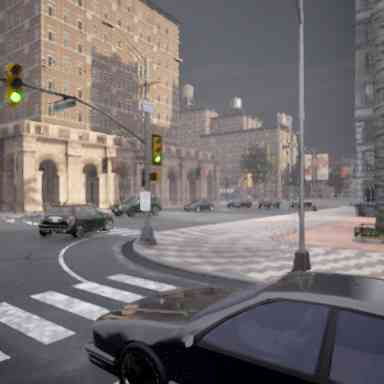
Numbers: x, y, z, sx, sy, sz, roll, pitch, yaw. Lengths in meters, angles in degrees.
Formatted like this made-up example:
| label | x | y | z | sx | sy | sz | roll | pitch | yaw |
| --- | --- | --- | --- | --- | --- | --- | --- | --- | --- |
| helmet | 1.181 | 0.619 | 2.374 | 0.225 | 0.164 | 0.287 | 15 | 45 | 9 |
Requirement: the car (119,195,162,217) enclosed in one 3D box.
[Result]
| label | x | y | z | sx | sy | sz | roll | pitch | yaw |
| --- | --- | --- | --- | --- | --- | --- | --- | --- | --- |
| car | -5.320 | 1.340 | 32.702 | 2.150 | 2.045 | 5.566 | 0 | 0 | 37 |

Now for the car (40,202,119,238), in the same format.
| label | x | y | z | sx | sy | sz | roll | pitch | yaw |
| --- | --- | --- | --- | --- | --- | --- | --- | --- | --- |
| car | -6.174 | 1.420 | 18.348 | 2.097 | 1.767 | 4.553 | 0 | 0 | 14 |

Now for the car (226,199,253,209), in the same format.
| label | x | y | z | sx | sy | sz | roll | pitch | yaw |
| --- | --- | --- | --- | --- | --- | --- | --- | --- | --- |
| car | 7.143 | 1.722 | 49.439 | 2.033 | 1.411 | 5.357 | 0 | 0 | 38 |

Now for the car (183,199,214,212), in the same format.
| label | x | y | z | sx | sy | sz | roll | pitch | yaw |
| --- | --- | --- | --- | --- | --- | --- | --- | --- | --- |
| car | 0.890 | 1.652 | 41.044 | 1.837 | 1.490 | 4.892 | 0 | 0 | 37 |

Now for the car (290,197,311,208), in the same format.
| label | x | y | z | sx | sy | sz | roll | pitch | yaw |
| --- | --- | --- | --- | --- | --- | --- | --- | --- | --- |
| car | 16.327 | 1.774 | 49.798 | 1.895 | 1.301 | 4.718 | 0 | 0 | 36 |

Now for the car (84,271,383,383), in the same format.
| label | x | y | z | sx | sy | sz | roll | pitch | yaw |
| --- | --- | --- | --- | --- | --- | --- | --- | --- | --- |
| car | 1.329 | 1.559 | 3.196 | 5.357 | 1.411 | 2.033 | 0 | 0 | 35 |

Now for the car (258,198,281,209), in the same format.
| label | x | y | z | sx | sy | sz | roll | pitch | yaw |
| --- | --- | --- | --- | --- | --- | --- | --- | --- | --- |
| car | 11.468 | 1.676 | 49.088 | 1.837 | 1.490 | 4.892 | 0 | 0 | 36 |
